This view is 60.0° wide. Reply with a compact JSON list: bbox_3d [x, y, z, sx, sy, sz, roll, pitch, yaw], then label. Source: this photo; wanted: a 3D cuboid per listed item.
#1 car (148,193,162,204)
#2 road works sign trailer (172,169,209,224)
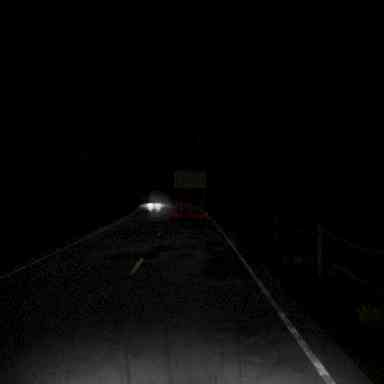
[{"bbox_3d":[-5.738,0.982,51.330,2.128,1.511,4.902,0,0,-7],"label":"car"},{"bbox_3d":[-0.113,0.241,22.357,2.380,3.560,2.880,0,1,-3],"label":"road works sign trailer"}]
